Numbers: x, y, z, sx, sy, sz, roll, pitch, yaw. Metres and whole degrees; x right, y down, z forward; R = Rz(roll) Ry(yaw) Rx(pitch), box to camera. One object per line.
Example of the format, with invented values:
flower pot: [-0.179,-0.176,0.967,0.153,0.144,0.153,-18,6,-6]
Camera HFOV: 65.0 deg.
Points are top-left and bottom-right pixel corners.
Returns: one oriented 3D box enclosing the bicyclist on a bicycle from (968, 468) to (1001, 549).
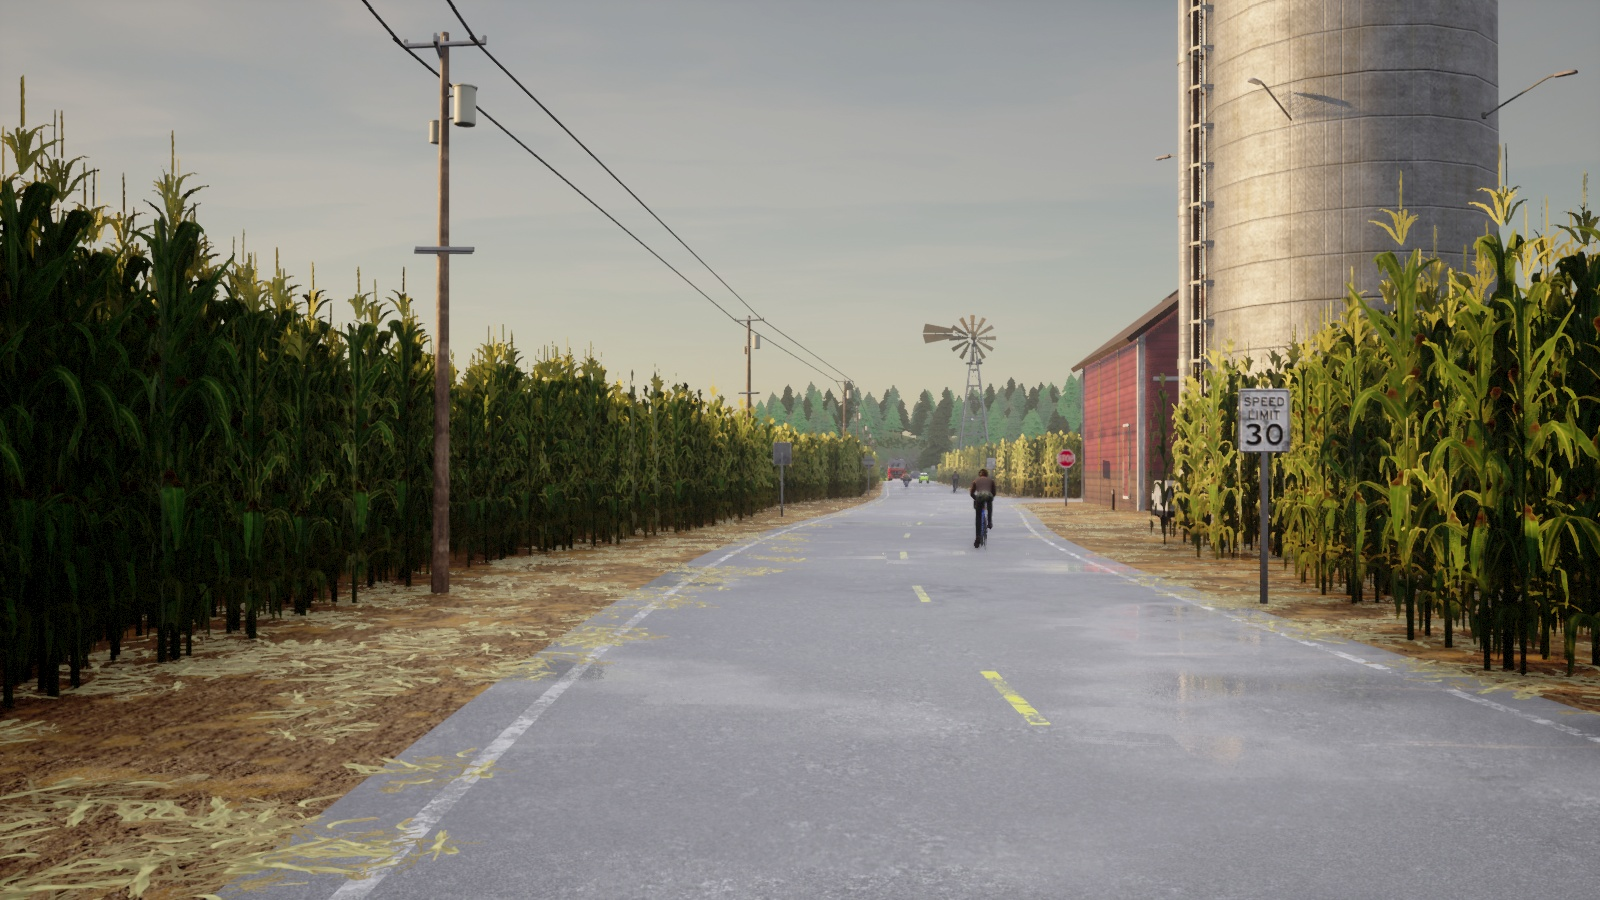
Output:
bicyclist on a bicycle: [3.776,1.185,25.799,0.582,1.620,1.656,0,-1,5]
